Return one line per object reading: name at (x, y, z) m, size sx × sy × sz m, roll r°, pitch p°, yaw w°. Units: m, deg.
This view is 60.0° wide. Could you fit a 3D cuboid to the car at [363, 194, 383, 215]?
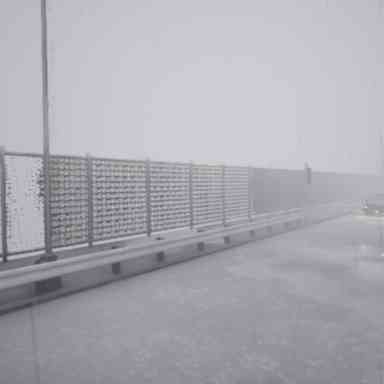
car at (13.735, 0.825, 23.707) m, size 2.033 × 1.411 × 5.357 m, roll 0°, pitch 2°, yaw 39°
